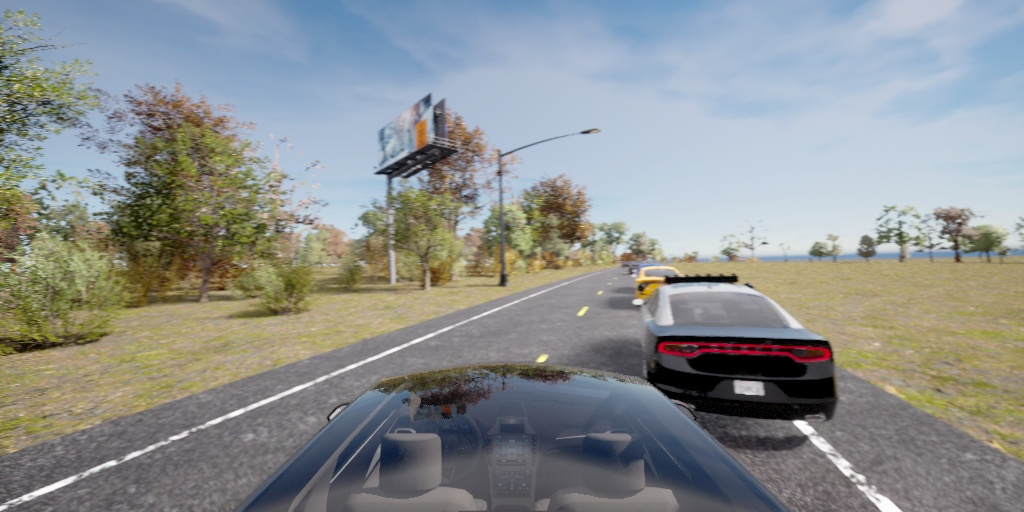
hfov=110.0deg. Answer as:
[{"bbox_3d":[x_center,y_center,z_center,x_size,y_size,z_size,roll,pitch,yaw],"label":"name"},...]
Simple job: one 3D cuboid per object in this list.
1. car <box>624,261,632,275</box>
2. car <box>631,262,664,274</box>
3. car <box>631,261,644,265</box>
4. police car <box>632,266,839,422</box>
[{"bbox_3d":[14.788,1.358,42.188,2.128,1.511,4.902,-2,-1,21],"label":"car"},{"bbox_3d":[6.260,1.183,15.405,1.882,1.535,5.008,-2,-1,19],"label":"car"},{"bbox_3d":[8.199,1.200,21.062,1.882,1.535,5.008,-2,-1,19],"label":"car"},{"bbox_3d":[3.157,1.116,6.049,1.930,1.638,5.238,-2,-1,18],"label":"police car"}]
